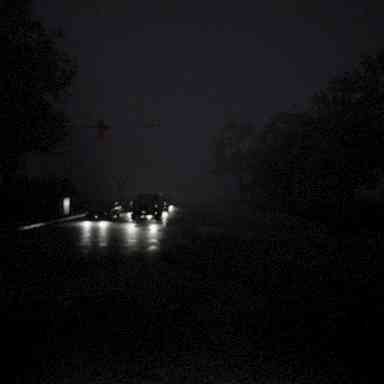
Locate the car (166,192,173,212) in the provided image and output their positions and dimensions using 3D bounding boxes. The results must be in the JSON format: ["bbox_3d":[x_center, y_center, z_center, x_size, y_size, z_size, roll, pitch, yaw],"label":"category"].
[{"bbox_3d":[-3.626,1.209,36.898,2.097,1.767,4.553,0,0,0],"label":"car"}]

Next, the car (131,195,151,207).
[{"bbox_3d":[-7.220,1.277,47.358,2.128,1.511,4.902,0,0,-1],"label":"car"}]

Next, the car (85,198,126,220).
[{"bbox_3d":[-7.103,1.449,27.307,2.033,1.411,5.357,0,0,0],"label":"car"}]

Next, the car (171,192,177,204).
[{"bbox_3d":[-3.792,1.246,50.741,2.128,1.511,4.902,0,1,-1],"label":"car"}]

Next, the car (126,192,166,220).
[{"bbox_3d":[-3.621,1.123,27.485,2.150,2.045,5.566,0,0,0],"label":"car"}]

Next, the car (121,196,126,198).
[{"bbox_3d":[-7.125,1.210,36.741,2.097,1.767,4.553,0,0,0],"label":"car"}]
